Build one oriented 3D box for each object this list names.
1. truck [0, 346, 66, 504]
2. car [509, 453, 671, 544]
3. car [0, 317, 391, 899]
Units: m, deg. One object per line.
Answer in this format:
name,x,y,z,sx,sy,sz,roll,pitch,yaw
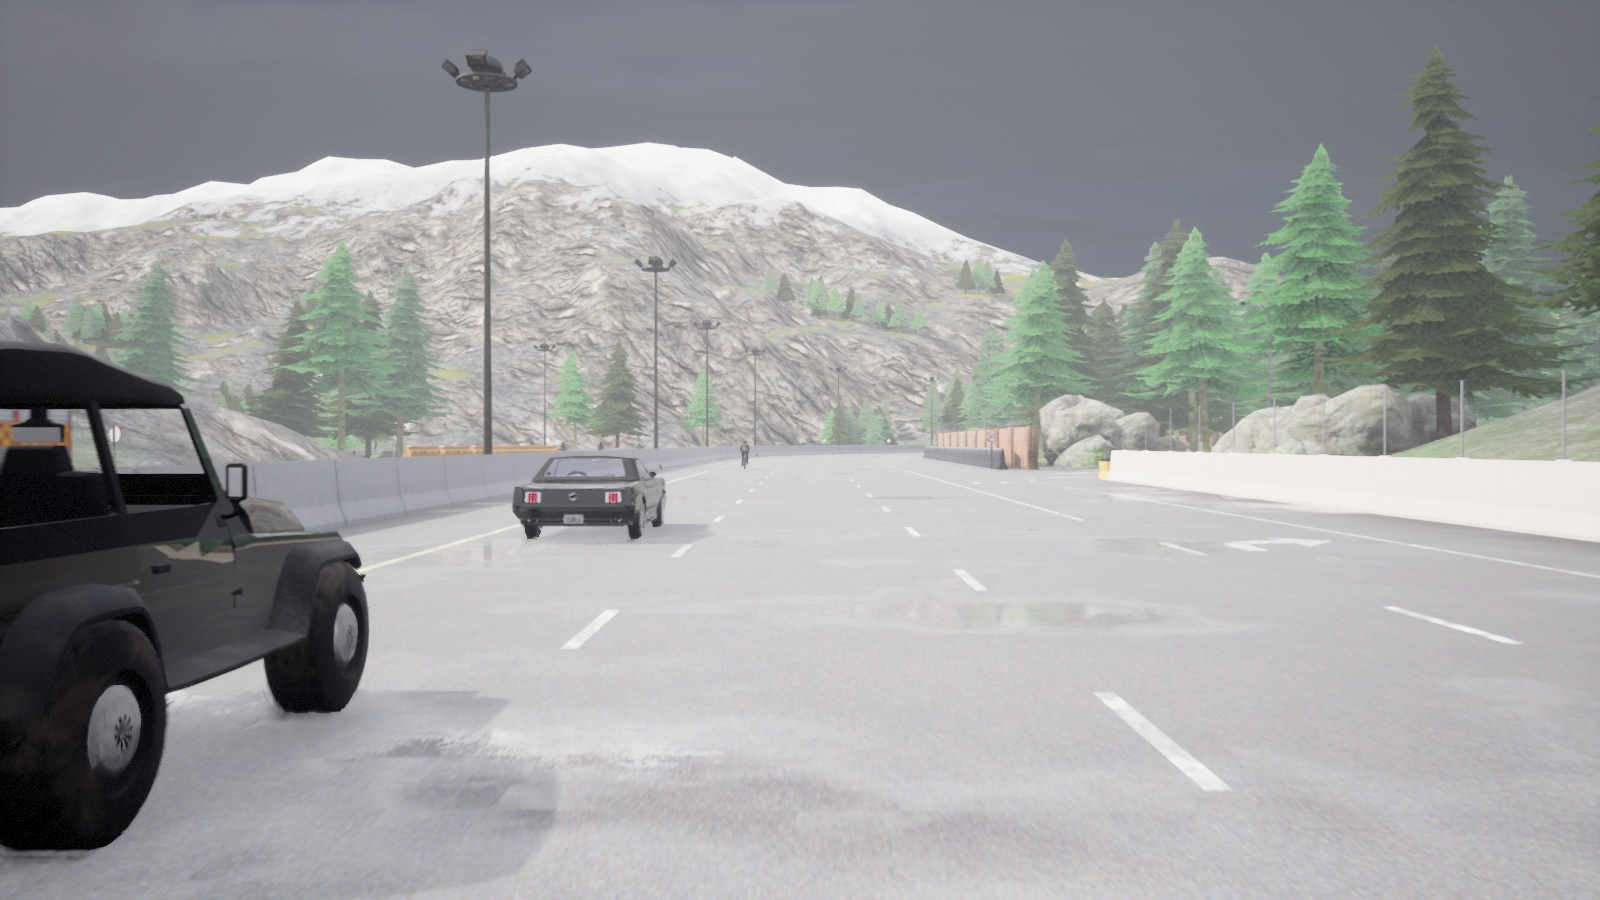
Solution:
truck,-20.820,-0.598,28.871,2.891,3.827,8.468,0,0,0
car,-3.365,0.726,21.007,1.895,1.301,4.718,0,0,0
car,-3.452,0.508,5.700,1.905,1.878,3.866,0,0,0
